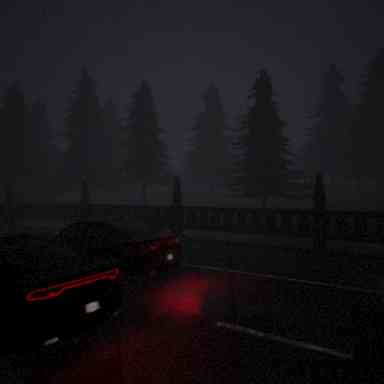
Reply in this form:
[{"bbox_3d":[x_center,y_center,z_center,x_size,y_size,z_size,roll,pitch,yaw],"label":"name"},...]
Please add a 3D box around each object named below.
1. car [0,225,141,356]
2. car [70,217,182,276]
[{"bbox_3d":[-3.503,1.469,6.003,5.008,1.535,1.882,0,0,32],"label":"car"},{"bbox_3d":[-2.645,1.459,9.576,5.008,1.535,1.882,0,0,32],"label":"car"}]
